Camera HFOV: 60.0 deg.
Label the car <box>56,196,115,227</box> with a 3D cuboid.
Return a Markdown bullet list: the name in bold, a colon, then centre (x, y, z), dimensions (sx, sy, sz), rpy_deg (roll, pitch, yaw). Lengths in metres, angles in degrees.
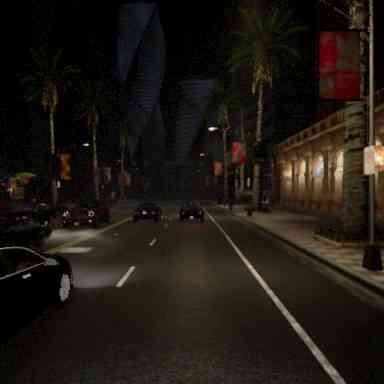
- **car**: centre (-6.991, 1.348, 22.397), dimensions (2.097, 1.767, 4.553), rpy_deg (0, 0, 0)

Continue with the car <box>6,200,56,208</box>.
- **car**: centre (-10.489, 1.487, 21.557), dimensions (2.128, 1.511, 4.902), rpy_deg (0, 0, 0)

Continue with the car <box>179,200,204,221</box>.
- **car**: centre (-0.014, 1.599, 26.746), dimensions (1.895, 1.301, 4.718), rpy_deg (0, 0, 0)

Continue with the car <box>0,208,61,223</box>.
- **car**: centre (-7.004, 1.545, 12.267), dimensions (2.033, 1.411, 5.357), rpy_deg (0, 0, 0)

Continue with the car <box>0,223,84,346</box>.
- **car**: centre (-3.404, 1.504, 5.057), dimensions (1.837, 1.490, 4.892), rpy_deg (0, 0, 0)

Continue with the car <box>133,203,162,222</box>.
- **car**: centre (-3.436, 1.545, 26.358), dimensions (2.033, 1.411, 5.357), rpy_deg (0, 0, -1)

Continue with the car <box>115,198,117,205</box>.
- **car**: centre (-13.955, 1.473, 56.134), dimensions (2.231, 1.521, 4.892), rpy_deg (0, 0, -1)

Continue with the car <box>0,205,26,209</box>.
- **car**: centre (-10.489, 1.560, 16.597), dimensions (1.994, 1.385, 4.181), rpy_deg (0, 0, 0)

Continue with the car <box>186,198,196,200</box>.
- **car**: centre (-0.146, 1.544, 43.370), dimensions (2.033, 1.411, 5.357), rpy_deg (0, 0, 0)
